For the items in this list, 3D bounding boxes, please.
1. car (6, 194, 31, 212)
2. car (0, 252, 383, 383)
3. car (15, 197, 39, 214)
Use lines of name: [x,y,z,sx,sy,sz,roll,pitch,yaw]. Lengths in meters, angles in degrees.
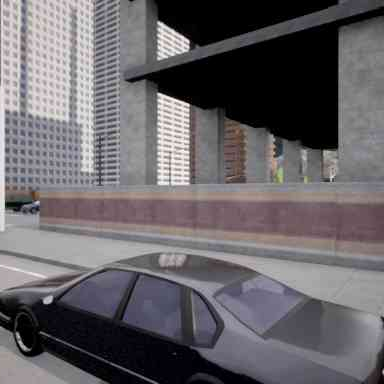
car: [-19.885,1.221,35.634,2.150,2.045,5.566,0,0,36]
car: [-0.417,1.547,4.288,5.357,1.411,2.033,0,0,35]
car: [-15.744,1.525,35.357,1.812,1.442,4.674,0,0,36]
